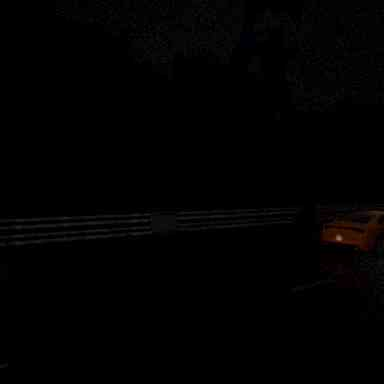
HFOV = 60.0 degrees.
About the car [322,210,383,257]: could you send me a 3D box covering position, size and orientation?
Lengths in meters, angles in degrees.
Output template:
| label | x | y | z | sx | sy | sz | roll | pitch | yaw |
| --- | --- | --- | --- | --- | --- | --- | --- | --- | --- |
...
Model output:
| label | x | y | z | sx | sy | sz | roll | pitch | yaw |
| --- | --- | --- | --- | --- | --- | --- | --- | --- | --- |
| car | 7.207 | 1.467 | 13.179 | 5.008 | 1.535 | 1.882 | 0 | 1 | -35 |
